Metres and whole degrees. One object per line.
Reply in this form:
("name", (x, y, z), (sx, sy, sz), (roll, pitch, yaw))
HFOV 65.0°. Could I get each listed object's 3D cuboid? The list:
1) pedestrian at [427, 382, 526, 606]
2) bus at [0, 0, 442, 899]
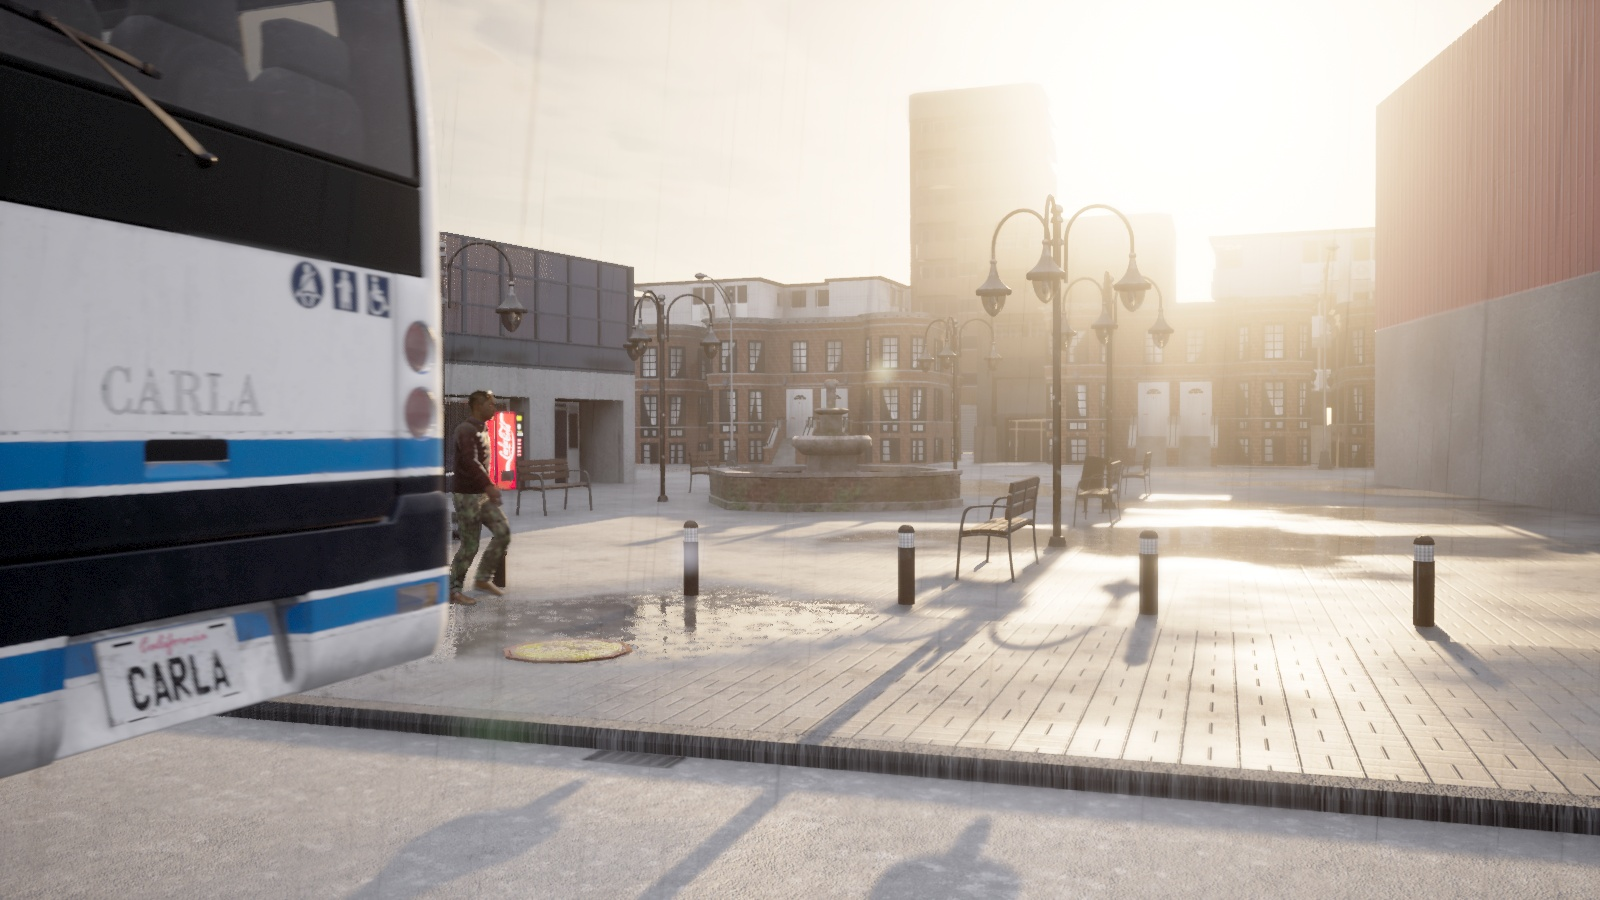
("pedestrian", (-2.712, 0.357, 10.557), (0.703, 1.840, 0.431), (0, 1, 6))
("bus", (-7.320, -0.676, 6.159), (10.273, 4.253, 3.944), (1, 1, 19))
